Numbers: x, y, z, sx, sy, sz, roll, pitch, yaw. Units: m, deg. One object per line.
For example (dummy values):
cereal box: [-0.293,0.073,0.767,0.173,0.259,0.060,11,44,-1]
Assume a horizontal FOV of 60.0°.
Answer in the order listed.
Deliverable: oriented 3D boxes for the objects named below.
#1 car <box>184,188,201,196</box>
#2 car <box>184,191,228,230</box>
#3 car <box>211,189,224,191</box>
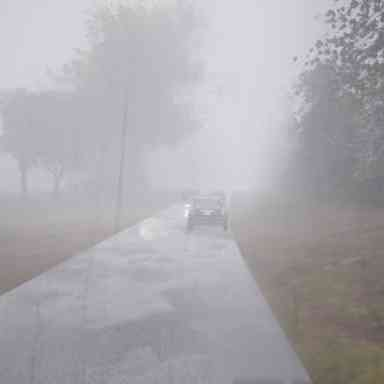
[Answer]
car: [0.231,0.289,38.985,2.128,1.511,4.902,2,3,7]
car: [0.969,1.042,19.118,2.097,1.767,4.553,0,2,4]
car: [2.819,0.411,36.685,2.128,1.511,4.902,0,3,7]
